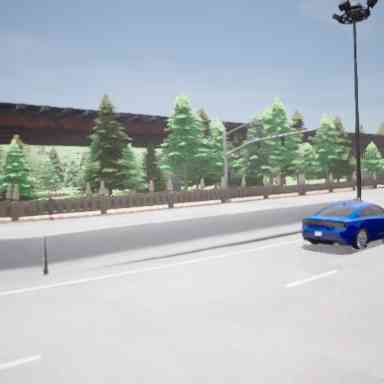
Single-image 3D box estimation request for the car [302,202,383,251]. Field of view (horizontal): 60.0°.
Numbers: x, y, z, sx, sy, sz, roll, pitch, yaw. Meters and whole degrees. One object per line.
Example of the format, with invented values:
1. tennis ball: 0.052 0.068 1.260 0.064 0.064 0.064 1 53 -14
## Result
1. car: 6.267 1.117 12.641 5.008 1.535 1.882 -4 2 -35
